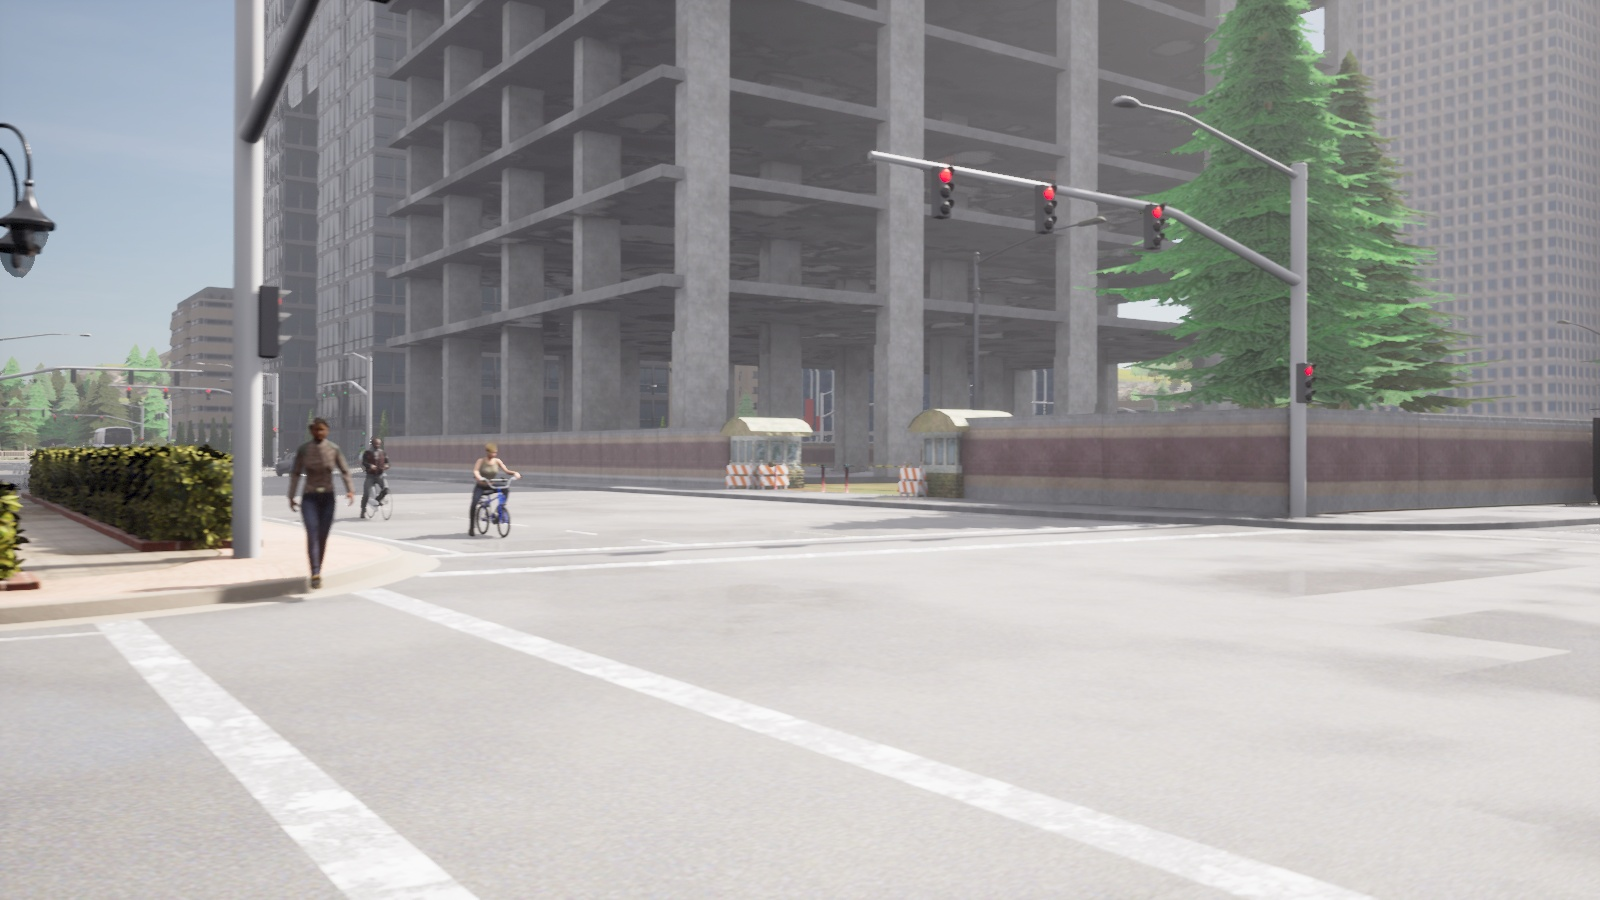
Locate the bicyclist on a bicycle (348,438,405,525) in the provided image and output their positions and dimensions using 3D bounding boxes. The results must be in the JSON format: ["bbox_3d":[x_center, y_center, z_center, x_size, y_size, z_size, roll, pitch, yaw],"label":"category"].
[{"bbox_3d":[-9.051,0.657,26.817,0.659,1.776,1.843,0,0,-35],"label":"bicyclist on a bicycle"}]

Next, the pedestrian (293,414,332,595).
[{"bbox_3d":[-5.037,0.542,12.961,0.328,1.805,0.869,0,0,-24],"label":"pedestrian"}]

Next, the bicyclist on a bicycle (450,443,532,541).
[{"bbox_3d":[-5.309,0.702,21.535,0.866,1.612,1.509,0,0,-35],"label":"bicyclist on a bicycle"}]

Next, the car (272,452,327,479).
[{"bbox_3d":[-29.445,0.907,73.846,2.007,1.525,4.514,0,0,-35],"label":"car"}]
